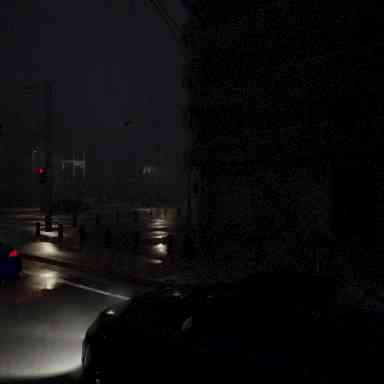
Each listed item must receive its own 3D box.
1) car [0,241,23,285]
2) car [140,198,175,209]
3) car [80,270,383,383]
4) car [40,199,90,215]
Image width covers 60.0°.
[{"bbox_3d":[-6.097,1.564,8.319,4.181,1.385,1.994,0,0,36],"label":"car"},{"bbox_3d":[-4.440,1.492,44.369,2.033,1.411,5.357,0,0,36],"label":"car"},{"bbox_3d":[0.755,1.564,3.452,4.181,1.385,1.994,0,0,36],"label":"car"},{"bbox_3d":[-12.565,1.449,33.121,1.837,1.490,4.892,0,0,36],"label":"car"}]
